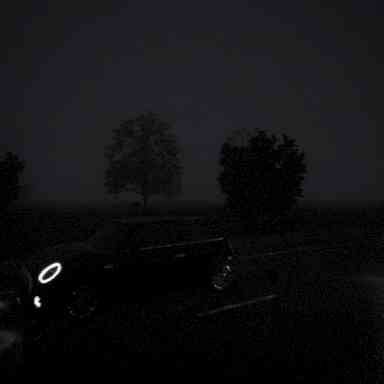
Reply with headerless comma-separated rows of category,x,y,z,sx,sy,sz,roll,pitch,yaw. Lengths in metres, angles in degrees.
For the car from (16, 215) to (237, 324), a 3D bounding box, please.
car,-1.252,1.346,7.245,4.553,1.767,2.097,0,0,-34
